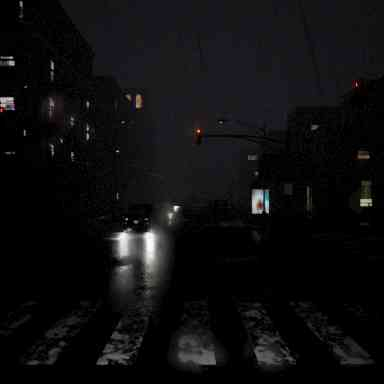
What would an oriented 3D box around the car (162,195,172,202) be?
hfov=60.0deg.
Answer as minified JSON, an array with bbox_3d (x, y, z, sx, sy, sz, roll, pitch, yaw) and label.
[{"bbox_3d":[-5.837,1.497,77.377,1.967,1.590,4.097,0,0,0],"label":"car"}]

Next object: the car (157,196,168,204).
[{"bbox_3d":[-5.814,1.565,65.815,1.752,1.417,4.829,0,0,0],"label":"car"}]

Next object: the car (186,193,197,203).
[{"bbox_3d":[-0.037,1.269,70.640,2.150,2.045,5.566,0,0,0],"label":"car"}]

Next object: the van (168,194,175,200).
[{"bbox_3d":[-5.868,1.430,94.468,1.690,1.788,3.998,-1,0,0],"label":"van"}]

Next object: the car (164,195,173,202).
[{"bbox_3d":[-5.846,1.592,82.904,1.752,1.417,4.829,-1,0,0],"label":"car"}]

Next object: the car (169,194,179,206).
[{"bbox_3d":[-3.175,1.518,55.200,2.128,1.511,4.902,0,0,0],"label":"car"}]

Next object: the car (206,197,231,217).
[{"bbox_3d":[2.627,1.446,31.832,1.967,1.590,4.097,0,0,0],"label":"car"}]

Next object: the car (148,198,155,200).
[{"bbox_3d":[-5.763,1.561,37.501,2.008,1.369,4.403,0,0,0],"label":"car"}]

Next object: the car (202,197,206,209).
[{"bbox_3d":[2.607,1.597,43.225,1.802,1.307,4.206,0,0,0],"label":"car"}]

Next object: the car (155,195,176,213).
[{"bbox_3d":[-3.167,1.488,37.972,1.882,1.535,5.008,0,0,0],"label":"car"}]

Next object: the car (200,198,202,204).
[{"bbox_3d":[2.597,1.571,48.923,2.008,1.369,4.403,0,0,0],"label":"car"}]

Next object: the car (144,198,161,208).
[{"bbox_3d":[-5.784,1.571,48.895,2.008,1.369,4.403,0,0,0],"label":"car"}]

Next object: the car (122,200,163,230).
[{"bbox_3d":[-3.136,1.475,21.000,1.837,1.490,4.892,0,-1,0],"label":"car"}]

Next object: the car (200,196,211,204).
[{"bbox_3d":[2.566,1.591,66.012,2.008,1.369,4.403,-1,0,0],"label":"car"}]
